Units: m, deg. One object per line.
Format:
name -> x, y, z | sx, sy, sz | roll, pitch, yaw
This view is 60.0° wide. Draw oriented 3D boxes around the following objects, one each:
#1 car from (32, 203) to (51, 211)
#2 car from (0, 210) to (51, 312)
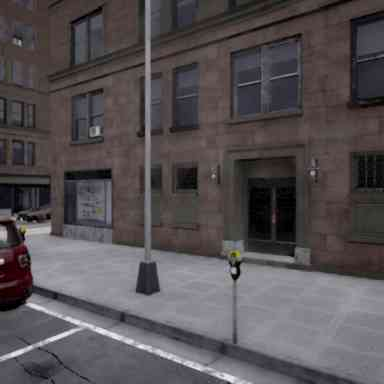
car -> -10.254, 1.501, 25.184 | 2.033, 1.411, 5.357 | 0, 0, 36
car -> -5.082, 1.314, 6.423 | 5.009, 1.841, 2.192 | 0, 0, 35
